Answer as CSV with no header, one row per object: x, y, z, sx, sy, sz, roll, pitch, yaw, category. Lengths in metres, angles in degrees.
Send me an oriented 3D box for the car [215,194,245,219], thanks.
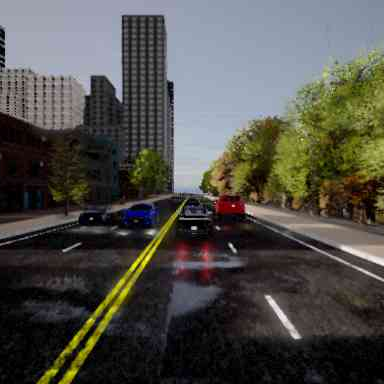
3.351,1.215,29.621,2.150,2.045,5.566,0,0,0,car

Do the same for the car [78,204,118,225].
-6.587,1.559,23.733,1.994,1.385,4.181,0,0,0,car

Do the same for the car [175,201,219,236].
0.101,1.489,18.203,2.128,1.511,4.902,0,0,0,car

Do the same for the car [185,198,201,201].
0.101,1.466,41.938,1.882,1.535,5.008,0,0,0,car

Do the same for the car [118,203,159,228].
-3.341,1.474,22.397,1.882,1.535,5.008,0,0,0,car
